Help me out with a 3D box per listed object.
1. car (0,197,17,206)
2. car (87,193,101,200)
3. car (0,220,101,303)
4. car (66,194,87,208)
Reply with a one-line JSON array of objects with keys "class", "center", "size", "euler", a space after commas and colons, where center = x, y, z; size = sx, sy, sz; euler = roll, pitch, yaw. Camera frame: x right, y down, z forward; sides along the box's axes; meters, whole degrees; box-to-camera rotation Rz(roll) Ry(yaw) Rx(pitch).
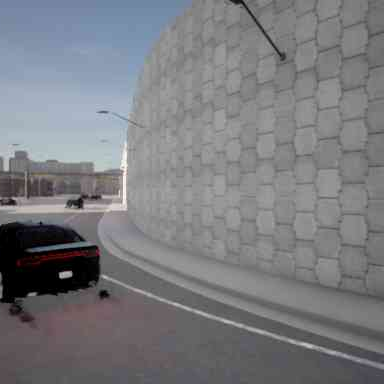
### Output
[{"class": "car", "center": [-27.778, 1.419, 49.679], "size": [1.994, 1.385, 4.181], "euler": [0, 0, -12]}, {"class": "car", "center": [-24.945, 1.317, 84.941], "size": [1.837, 1.490, 4.892], "euler": [0, 0, -13]}, {"class": "car", "center": [-4.045, 1.455, 8.391], "size": [1.882, 1.535, 5.008], "euler": [0, 0, -40]}, {"class": "car", "center": [-15.721, 1.401, 44.732], "size": [1.837, 1.490, 4.892], "euler": [0, 0, -13]}]
